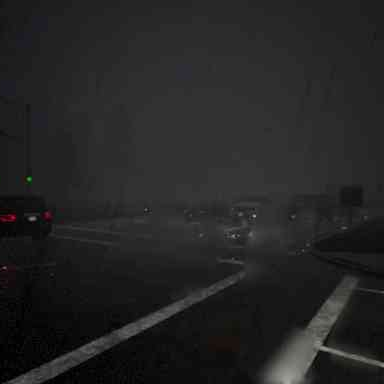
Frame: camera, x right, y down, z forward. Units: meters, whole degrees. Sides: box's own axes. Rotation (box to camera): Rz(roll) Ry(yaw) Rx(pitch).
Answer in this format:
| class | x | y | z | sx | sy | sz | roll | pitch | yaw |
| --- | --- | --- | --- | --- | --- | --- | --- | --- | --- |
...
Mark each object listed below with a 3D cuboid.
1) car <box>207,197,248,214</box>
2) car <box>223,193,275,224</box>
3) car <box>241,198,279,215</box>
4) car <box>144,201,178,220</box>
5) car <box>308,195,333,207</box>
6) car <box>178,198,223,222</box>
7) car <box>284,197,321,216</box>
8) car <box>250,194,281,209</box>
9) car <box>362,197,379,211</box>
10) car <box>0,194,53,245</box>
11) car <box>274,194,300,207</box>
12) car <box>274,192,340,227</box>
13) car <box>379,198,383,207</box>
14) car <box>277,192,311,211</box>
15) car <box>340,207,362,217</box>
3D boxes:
| class | x | y | z | sx | sy | sz | roll | pitch | yaw |
| --- | --- | --- | --- | --- | --- | --- | --- | --- | --- |
| car | 3.736 | 1.292 | 34.262 | 1.882 | 1.535 | 5.008 | 0 | 0 | 37 |
| car | 4.828 | 1.098 | 24.040 | 2.150 | 2.045 | 5.566 | 0 | 0 | 37 |
| car | 6.704 | 1.360 | 32.385 | 1.812 | 1.442 | 4.674 | 0 | 0 | 37 |
| car | -1.702 | 1.441 | 27.003 | 1.895 | 1.301 | 4.718 | 0 | 0 | 37 |
| car | 18.653 | 1.270 | 48.292 | 2.128 | 1.511 | 4.902 | 0 | 0 | 37 |
| car | 1.326 | 1.385 | 25.206 | 1.812 | 1.442 | 4.674 | 0 | 0 | 37 |
| car | 10.615 | 1.327 | 31.771 | 1.882 | 1.535 | 5.008 | 0 | 0 | 37 |
| car | 9.219 | 1.141 | 41.576 | 2.097 | 1.767 | 4.553 | 0 | 0 | 37 |
| car | 19.363 | 1.406 | 37.591 | 1.994 | 1.385 | 4.181 | 0 | 0 | 37 |
| car | -8.343 | 1.114 | 14.465 | 5.566 | 2.045 | 2.150 | 0 | 0 | 36 |
| car | 13.544 | 1.121 | 47.332 | 2.097 | 1.767 | 4.553 | 0 | 0 | 37 |
| car | 7.809 | 1.117 | 22.169 | 2.150 | 2.045 | 5.566 | 0 | 0 | 38 |
| car | 25.520 | 1.414 | 45.766 | 1.895 | 1.301 | 4.718 | 0 | 0 | 37 |
| car | 12.380 | 1.029 | 39.956 | 2.150 | 2.045 | 5.566 | 0 | 0 | 37 |
| car | 13.413 | 1.433 | 29.667 | 1.994 | 1.385 | 4.181 | 0 | 0 | 37 |
